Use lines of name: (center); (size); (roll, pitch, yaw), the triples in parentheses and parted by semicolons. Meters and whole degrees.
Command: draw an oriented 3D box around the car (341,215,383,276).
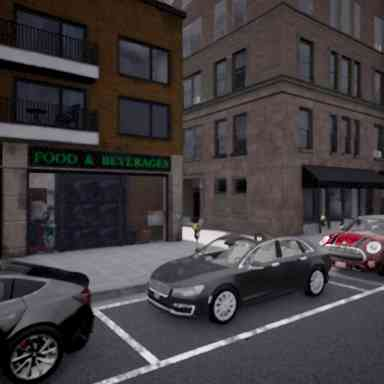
car: (5.675, 1.453, 10.209); (4.097, 1.590, 1.967); (0, 0, -35)

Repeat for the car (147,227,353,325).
car: (1.175, 1.556, 7.015); (4.403, 1.369, 2.008); (0, 0, -35)

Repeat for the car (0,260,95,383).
car: (-3.325, 1.565, 3.821); (4.313, 1.339, 1.947); (0, 0, -35)
